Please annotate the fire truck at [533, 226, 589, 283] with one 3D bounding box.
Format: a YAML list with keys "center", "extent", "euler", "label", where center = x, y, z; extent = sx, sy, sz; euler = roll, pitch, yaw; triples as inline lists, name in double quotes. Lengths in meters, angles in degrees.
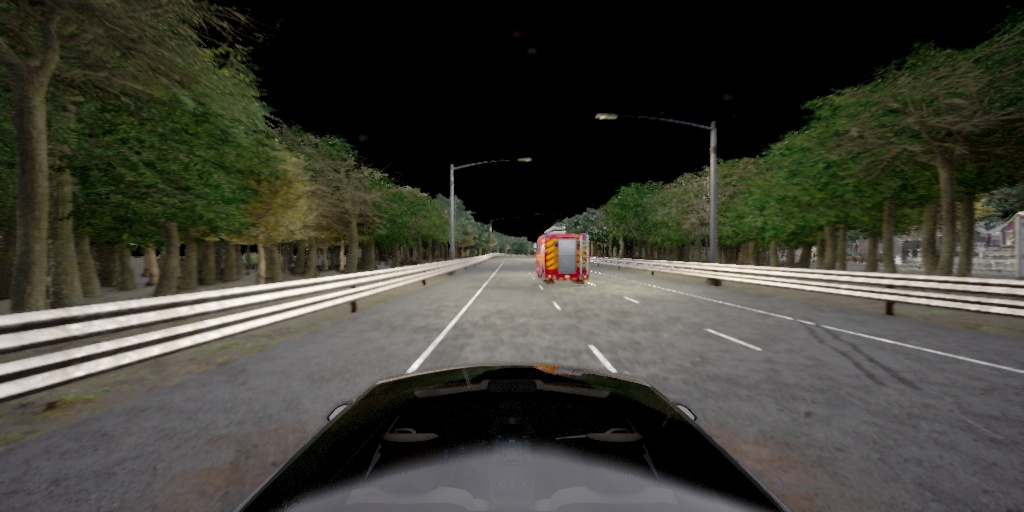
- center: [3.513, -0.039, 26.884]
  extent: [2.891, 3.827, 8.468]
  euler: [0, 1, 0]
  label: "fire truck"
